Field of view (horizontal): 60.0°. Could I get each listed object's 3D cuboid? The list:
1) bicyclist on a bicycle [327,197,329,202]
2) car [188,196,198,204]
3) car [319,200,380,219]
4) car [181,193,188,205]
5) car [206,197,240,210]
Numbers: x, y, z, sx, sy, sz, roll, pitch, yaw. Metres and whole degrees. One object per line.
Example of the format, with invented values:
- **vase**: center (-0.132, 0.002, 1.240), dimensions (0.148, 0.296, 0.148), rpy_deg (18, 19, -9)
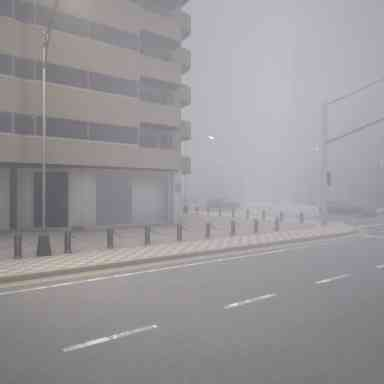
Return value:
- **bicyclist on a bicycle**: center (17.322, 1.245, 43.050), dimensions (1.656, 1.620, 0.582), rpy_deg (0, 0, -35)
- **car**: center (-0.785, 1.449, 60.575), dimensions (1.837, 1.490, 4.892), rpy_deg (0, 0, -34)
- **car**: center (13.255, 1.435, 28.224), dimensions (2.128, 1.511, 4.902), rpy_deg (0, 0, -36)
- **car**: center (-3.522, 1.165, 58.373), dimensions (2.150, 2.045, 5.566), rpy_deg (0, 0, -34)
- **car**: center (3.828, 1.422, 41.453), dimensions (1.882, 1.535, 5.008), rpy_deg (0, 0, -35)
